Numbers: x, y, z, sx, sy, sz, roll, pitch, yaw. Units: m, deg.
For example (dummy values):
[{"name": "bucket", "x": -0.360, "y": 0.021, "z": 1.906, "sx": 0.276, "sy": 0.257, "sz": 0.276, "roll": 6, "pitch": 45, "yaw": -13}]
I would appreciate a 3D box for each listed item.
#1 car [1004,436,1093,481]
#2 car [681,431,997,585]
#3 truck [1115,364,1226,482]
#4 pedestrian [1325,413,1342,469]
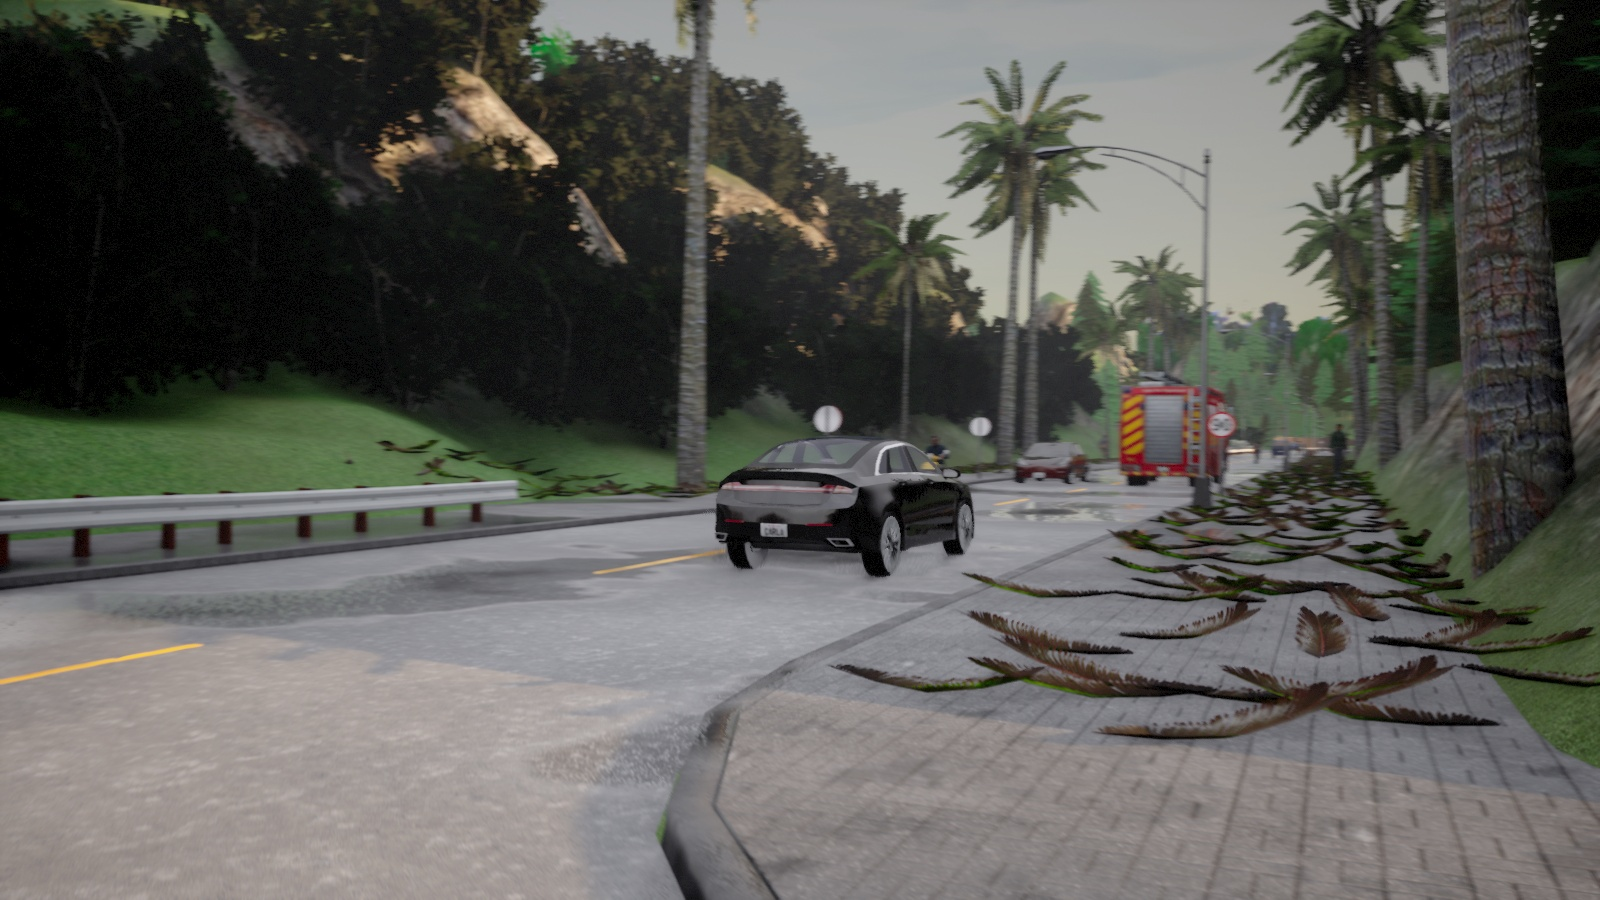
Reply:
[{"name": "car", "x": 8.874, "y": 0.267, "z": 44.595, "sx": 2.163, "sy": 1.488, "sz": 4.792, "roll": 0, "pitch": 1, "yaw": 23}, {"name": "car", "x": 0.694, "y": 0.545, "z": 15.013, "sx": 2.128, "sy": 1.511, "sz": 4.902, "roll": 0, "pitch": 1, "yaw": 23}, {"name": "truck", "x": 13.486, "y": -0.930, "z": 45.238, "sx": 2.891, "sy": 3.827, "sz": 8.468, "roll": 0, "pitch": 1, "yaw": 23}, {"name": "pedestrian", "x": 17.722, "y": -0.286, "z": 41.723, "sx": 0.353, "sy": 1.847, "sz": 0.614, "roll": 0, "pitch": 1, "yaw": 8}]
